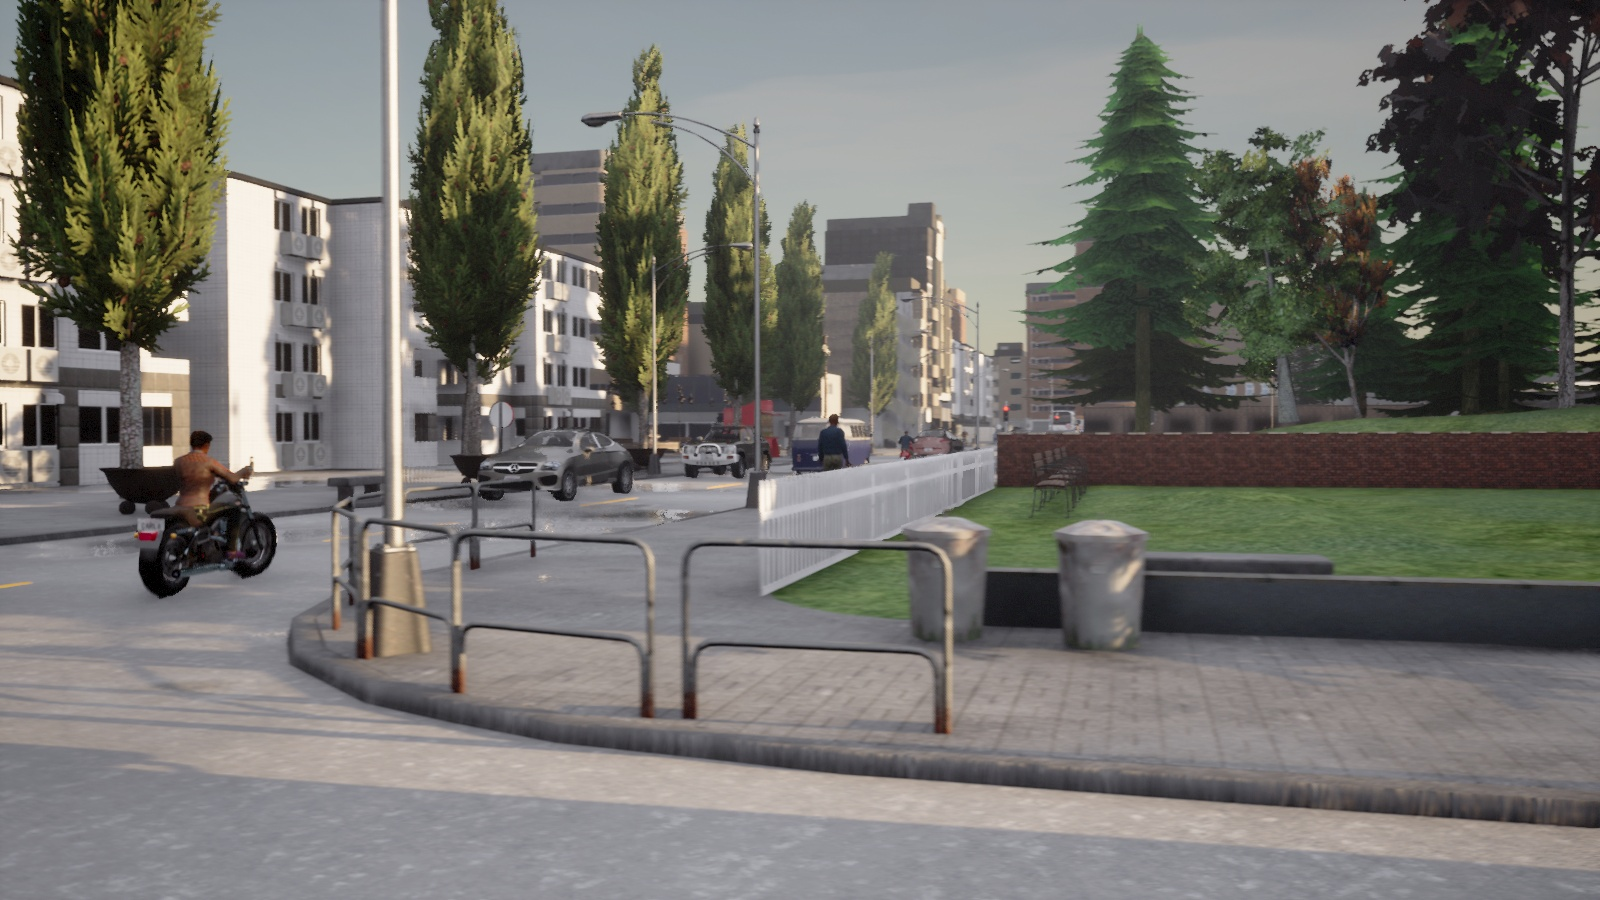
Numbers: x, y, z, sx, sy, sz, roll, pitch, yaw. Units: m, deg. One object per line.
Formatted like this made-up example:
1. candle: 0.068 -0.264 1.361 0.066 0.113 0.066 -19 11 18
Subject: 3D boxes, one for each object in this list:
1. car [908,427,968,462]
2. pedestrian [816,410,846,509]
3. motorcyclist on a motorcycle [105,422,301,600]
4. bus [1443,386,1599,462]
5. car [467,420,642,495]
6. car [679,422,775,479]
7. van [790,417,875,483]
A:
1. car: 6.873 -0.315 62.186 2.152 1.651 5.027 0 1 16
2. pedestrian: 0.586 0.177 23.718 0.370 1.835 0.726 1 1 18
3. motorcyclist on a motorcycle: -6.072 0.556 12.956 0.766 1.649 2.350 1 1 3
4. bus: 43.483 -1.488 72.854 10.273 4.253 3.944 0 1 13
5. car: -5.780 0.120 30.341 2.152 1.651 5.027 0 1 15
6. car: -2.422 -0.020 42.860 1.932 1.855 4.605 0 1 15
7. van: 1.117 -0.035 40.610 1.775 1.987 4.442 0 1 15
